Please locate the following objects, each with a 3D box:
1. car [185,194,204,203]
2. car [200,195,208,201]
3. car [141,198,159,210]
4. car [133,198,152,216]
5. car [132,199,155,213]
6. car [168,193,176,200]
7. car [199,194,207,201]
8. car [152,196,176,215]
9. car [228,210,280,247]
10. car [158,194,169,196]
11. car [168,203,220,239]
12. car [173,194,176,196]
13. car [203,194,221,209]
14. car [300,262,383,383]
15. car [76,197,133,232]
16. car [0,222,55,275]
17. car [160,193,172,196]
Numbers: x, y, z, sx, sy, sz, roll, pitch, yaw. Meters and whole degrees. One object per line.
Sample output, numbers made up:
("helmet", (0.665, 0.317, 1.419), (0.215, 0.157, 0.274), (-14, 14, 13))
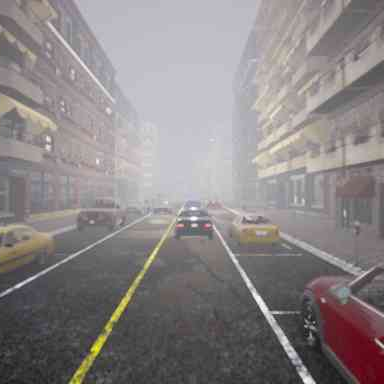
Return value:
("car", (0.148, 1.371, 40.202), (1.882, 1.535, 5.008), (0, 0, 0))
("car", (2.663, 1.376, 75.591), (1.802, 1.307, 4.206), (1, 0, 0))
("car", (-5.256, 1.472, 42.284), (1.802, 1.307, 4.206), (1, 0, 0))
("car", (-5.268, 1.470, 31.187), (2.008, 1.369, 4.403), (1, 0, 0))
("car", (-5.262, 1.471, 36.736), (1.947, 1.339, 4.313), (1, 0, 0))
("car", (-5.211, 1.205, 86.676), (1.967, 1.590, 4.097), (1, 0, 0))
("car", (2.671, 1.219, 81.140), (1.967, 1.590, 4.097), (1, 0, 0))
("car", (-2.710, 1.461, 33.071), (2.033, 1.411, 5.357), (0, 0, 0))
("car", (2.593, 1.486, 14.721), (1.752, 1.417, 4.829), (1, 0, 0))
("car", (-5.243, 1.410, 53.383), (2.008, 1.369, 4.403), (1, 0, 0))
("car", (0.115, 1.503, 17.025), (2.033, 1.411, 5.357), (0, 0, 0))
("car", (-5.215, 1.363, 81.127), (1.802, 1.307, 4.206), (1, 0, 0))
("car", (2.626, 1.328, 42.296), (1.967, 1.590, 4.097), (1, 0, 0))
("car", (2.581, 1.430, 3.453), (1.967, 1.590, 4.097), (1, 0, 0))
("car", (-5.279, 1.264, 20.088), (2.192, 1.841, 5.009), (1, 0, 0))
("car", (-5.294, 1.504, 8.821), (1.752, 1.417, 4.829), (1, 0, 0))
("car", (-5.233, 1.159, 58.931), (2.192, 1.841, 5.009), (1, 0, 0))
